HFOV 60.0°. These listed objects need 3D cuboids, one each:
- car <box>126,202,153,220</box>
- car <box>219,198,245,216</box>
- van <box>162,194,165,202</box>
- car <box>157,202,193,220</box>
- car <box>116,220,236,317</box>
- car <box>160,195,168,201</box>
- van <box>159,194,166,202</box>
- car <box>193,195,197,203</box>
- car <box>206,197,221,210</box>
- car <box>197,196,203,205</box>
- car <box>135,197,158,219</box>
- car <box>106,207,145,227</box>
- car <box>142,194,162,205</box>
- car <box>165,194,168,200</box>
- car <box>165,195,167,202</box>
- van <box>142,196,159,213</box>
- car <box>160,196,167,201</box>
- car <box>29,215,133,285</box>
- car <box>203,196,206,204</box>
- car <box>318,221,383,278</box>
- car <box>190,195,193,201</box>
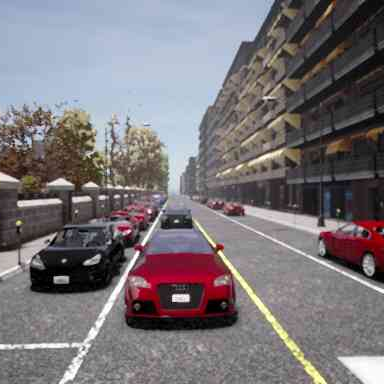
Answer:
[{"bbox_3d":[-3.659,1.541,20.744,1.887,1.381,4.507,0,0,-3],"label":"car"},{"bbox_3d":[4.056,1.588,32.468,1.802,1.307,4.206,0,0,-3],"label":"car"},{"bbox_3d":[-5.288,1.369,48.848,1.690,1.788,3.998,0,0,-3],"label":"van"},{"bbox_3d":[-1.013,1.560,21.815,1.994,1.385,4.181,0,0,-3],"label":"car"},{"bbox_3d":[-0.291,1.562,7.454,1.994,1.385,4.181,0,0,-3],"label":"car"},{"bbox_3d":[-7.893,1.652,93.814,1.887,1.381,4.507,0,0,-3],"label":"car"},{"bbox_3d":[-7.241,1.423,82.572,1.690,1.788,3.998,0,0,-3],"label":"van"},{"bbox_3d":[1.776,1.498,71.815,1.967,1.590,4.097,0,0,-3],"label":"car"},{"bbox_3d":[3.404,1.459,43.711,1.967,1.590,4.097,0,0,-3],"label":"car"},{"bbox_3d":[2.427,1.606,60.574,1.947,1.339,4.313,0,0,-3],"label":"car"},{"bbox_3d":[-3.984,1.442,26.362,1.967,1.590,4.097,0,0,-3],"label":"car"},{"bbox_3d":[-3.333,1.578,15.125,1.802,1.307,4.206,0,0,-3],"label":"car"},{"bbox_3d":[-4.311,1.323,31.984,2.192,1.841,5.009,0,0,-3],"label":"car"},{"bbox_3d":[-6.590,1.375,71.331,2.192,1.841,5.009,0,0,-3],"label":"car"},{"bbox_3d":[-5.939,1.608,60.089,1.947,1.339,4.313,0,0,-3],"label":"car"},{"bbox_3d":[-4.636,1.356,37.605,1.690,1.788,3.998,0,0,-3],"label":"van"},{"bbox_3d":[-7.567,1.676,88.193,1.802,1.307,4.206,0,0,-3],"label":"car"},{"bbox_3d":[-3.007,1.564,9.504,1.947,1.339,4.313,0,0,-3],"label":"car"},{"bbox_3d":[3.079,1.608,49.332,1.802,1.307,4.206,0,0,-3],"label":"car"},{"bbox_3d":[5.359,1.540,9.988,1.887,1.381,4.507,0,0,-3],"label":"car"},{"bbox_3d":[1.115,1.606,83.227,1.752,1.417,4.829,0,0,-3],"label":"car"}]
